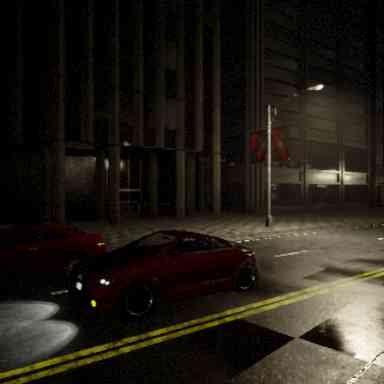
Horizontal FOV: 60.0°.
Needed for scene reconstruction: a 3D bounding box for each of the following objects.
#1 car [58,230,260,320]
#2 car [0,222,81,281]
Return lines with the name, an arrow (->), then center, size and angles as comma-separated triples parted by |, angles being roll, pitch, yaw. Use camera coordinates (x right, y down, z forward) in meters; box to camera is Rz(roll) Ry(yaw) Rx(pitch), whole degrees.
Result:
car -> -0.472, 1.566, 7.345 | 4.181, 1.385, 1.994 | 0, 0, -36
car -> -4.516, 1.525, 8.450 | 4.674, 1.442, 1.812 | 0, 0, -36
